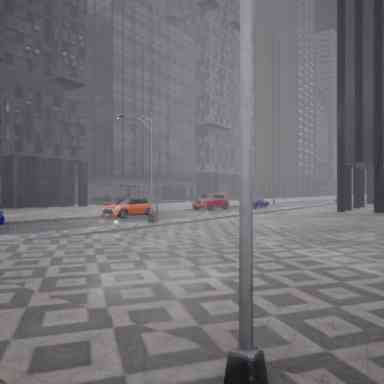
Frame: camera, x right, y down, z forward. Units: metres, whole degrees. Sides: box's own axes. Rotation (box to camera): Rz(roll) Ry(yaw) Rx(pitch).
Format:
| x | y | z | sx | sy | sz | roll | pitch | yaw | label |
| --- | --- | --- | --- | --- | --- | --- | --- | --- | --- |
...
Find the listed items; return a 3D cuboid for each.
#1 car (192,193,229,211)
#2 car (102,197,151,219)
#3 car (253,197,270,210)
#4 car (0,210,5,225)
| x | y | z | sx | sy | sz | roll | pitch | yaw | label |
| --- | --- | --- | --- | --- | --- | --- | --- | --- | --- |
| 2.304 | 1.174 | 39.650 | 2.150 | 2.045 | 5.566 | 0 | 0 | 37 | car |
| -5.579 | 1.321 | 28.885 | 2.097 | 1.767 | 4.553 | 0 | 0 | 36 | car |
| 8.337 | 1.421 | 42.503 | 1.882 | 1.535 | 5.008 | 0 | 0 | 36 | car |
| -13.052 | 1.464 | 18.307 | 1.882 | 1.535 | 5.008 | 0 | 0 | 33 | car |
